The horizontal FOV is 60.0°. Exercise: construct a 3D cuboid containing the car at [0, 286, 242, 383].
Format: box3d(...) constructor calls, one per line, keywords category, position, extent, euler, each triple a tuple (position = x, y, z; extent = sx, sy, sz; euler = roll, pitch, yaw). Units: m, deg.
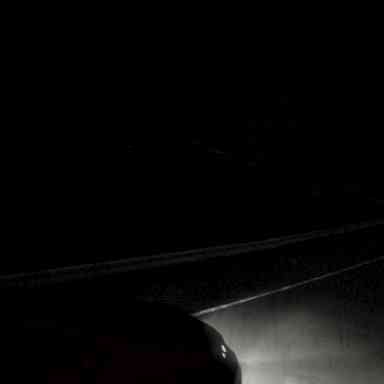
box3d(category="car", position=(-1.564, 1.573, 2.805), extent=(4.181, 1.385, 1.994), euler=(0, 0, -35))
